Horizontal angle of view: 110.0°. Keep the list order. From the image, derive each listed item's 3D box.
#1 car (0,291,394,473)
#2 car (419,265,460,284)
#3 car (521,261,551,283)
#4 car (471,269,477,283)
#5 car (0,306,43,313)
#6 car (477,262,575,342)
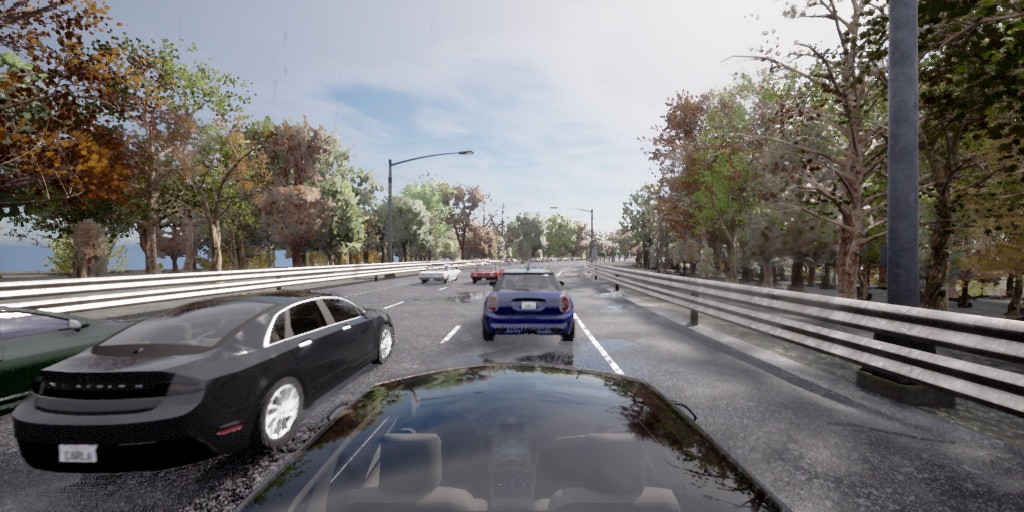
[{"bbox_3d":[-3.272,1.253,5.175,1.837,1.490,4.892,0,0,1],"label":"car"},{"bbox_3d":[-5.270,1.319,26.830,1.895,1.301,4.718,0,0,6],"label":"car"},{"bbox_3d":[2.002,1.228,28.611,2.128,1.511,4.902,0,0,7],"label":"car"},{"bbox_3d":[-1.702,1.328,27.175,1.895,1.301,4.718,0,0,7],"label":"car"},{"bbox_3d":[-6.788,1.310,4.516,1.994,1.385,4.181,0,0,2],"label":"car"},{"bbox_3d":[0.417,1.097,9.913,2.097,1.767,4.553,0,0,1],"label":"car"}]
